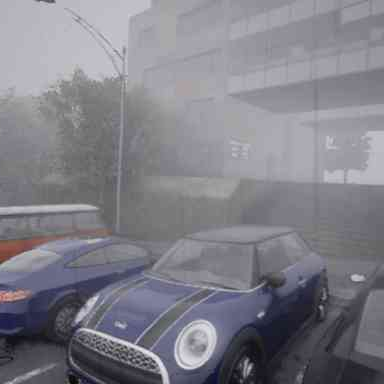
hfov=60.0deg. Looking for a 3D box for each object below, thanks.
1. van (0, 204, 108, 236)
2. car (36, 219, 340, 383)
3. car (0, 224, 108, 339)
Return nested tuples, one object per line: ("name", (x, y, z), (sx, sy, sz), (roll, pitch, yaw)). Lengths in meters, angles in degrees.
("van", (-4.013, 1.325, 8.302), (1.878, 1.987, 4.442), (-1, 0, 36))
("car", (0.480, 1.376, 4.982), (2.185, 1.767, 4.553), (-1, 0, 36))
("car", (-1.809, 1.566, 6.578), (2.002, 1.452, 4.674), (-1, 0, 36))
